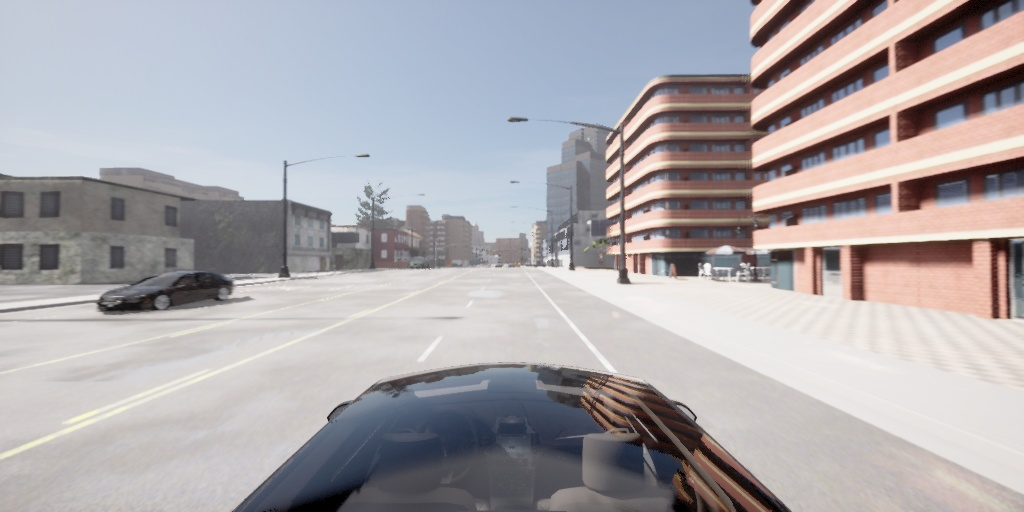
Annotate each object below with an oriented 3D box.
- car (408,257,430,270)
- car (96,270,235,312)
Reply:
[{"bbox_3d":[-14.104,1.137,54.840,2.150,2.045,5.566,0,1,0],"label":"car"},{"bbox_3d":[-14.019,1.410,14.932,1.837,1.490,4.892,0,1,0],"label":"car"}]
